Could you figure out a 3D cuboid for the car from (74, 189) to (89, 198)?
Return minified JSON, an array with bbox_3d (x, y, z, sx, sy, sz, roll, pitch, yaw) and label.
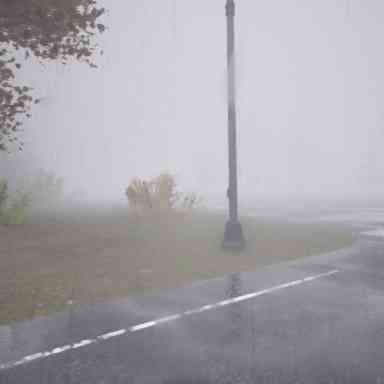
[{"bbox_3d":[-22.444,0.177,67.099,2.097,1.767,4.553,-2,2,-34],"label":"car"}]
